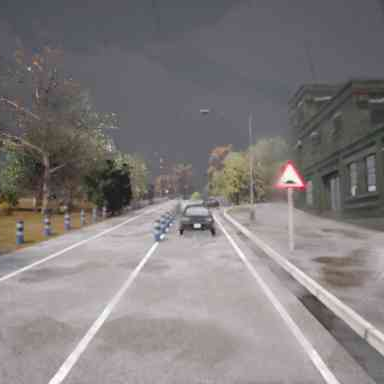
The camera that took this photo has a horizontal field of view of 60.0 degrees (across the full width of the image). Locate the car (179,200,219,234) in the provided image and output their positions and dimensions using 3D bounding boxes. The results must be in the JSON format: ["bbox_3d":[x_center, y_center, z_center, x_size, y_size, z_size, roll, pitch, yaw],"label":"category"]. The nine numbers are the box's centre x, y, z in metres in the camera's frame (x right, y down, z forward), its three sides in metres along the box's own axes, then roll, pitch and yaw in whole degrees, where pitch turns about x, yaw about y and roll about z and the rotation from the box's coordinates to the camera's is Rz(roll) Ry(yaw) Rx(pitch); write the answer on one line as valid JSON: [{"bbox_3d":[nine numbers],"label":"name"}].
[{"bbox_3d":[0.278,1.415,18.409,1.812,1.442,4.674,0,1,1],"label":"car"}]

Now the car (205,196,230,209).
[{"bbox_3d":[2.894,1.197,39.126,2.128,1.511,4.902,-4,-1,27],"label":"car"}]
